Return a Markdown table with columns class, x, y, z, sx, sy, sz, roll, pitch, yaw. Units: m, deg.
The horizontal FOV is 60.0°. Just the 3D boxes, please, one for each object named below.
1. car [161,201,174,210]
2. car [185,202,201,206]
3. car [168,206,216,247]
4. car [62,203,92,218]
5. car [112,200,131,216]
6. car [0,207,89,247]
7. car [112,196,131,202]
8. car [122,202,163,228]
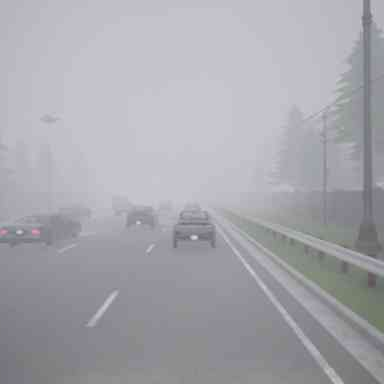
| class | x | y | z | sx | sy | sz | roll | pitch | yaw |
| --- | --- | --- | --- | --- | --- | --- | --- | --- | --- |
| car | -3.405 | 1.896 | 43.659 | 2.033 | 1.411 | 5.357 | 0 | 0 | 0 |
| car | 0.092 | 1.878 | 39.147 | 1.994 | 1.385 | 4.181 | 0 | 0 | 0 |
| car | 0.097 | 1.616 | 15.626 | 2.128 | 1.511 | 4.902 | 0 | -1 | 0 |
| car | -10.403 | 1.729 | 29.739 | 2.128 | 1.511 | 4.902 | 0 | 0 | 0 |
| car | -6.912 | 1.888 | 35.944 | 1.895 | 1.301 | 4.718 | 0 | 0 | 0 |
| car | -6.893 | 1.674 | 15.789 | 2.033 | 1.411 | 5.357 | 0 | 0 | 0 |
| car | -10.406 | 1.618 | 49.582 | 2.150 | 2.045 | 5.566 | 0 | 0 | 0 |
| car | -3.403 | 1.696 | 23.598 | 1.837 | 1.490 | 4.892 | 0 | 0 | 0 |
